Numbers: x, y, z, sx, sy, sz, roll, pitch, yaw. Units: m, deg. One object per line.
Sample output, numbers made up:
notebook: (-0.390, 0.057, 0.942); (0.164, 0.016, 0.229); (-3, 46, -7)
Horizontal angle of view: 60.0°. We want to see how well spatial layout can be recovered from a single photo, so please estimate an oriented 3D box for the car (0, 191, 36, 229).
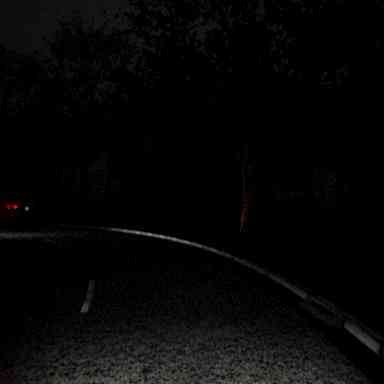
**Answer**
car: (-11.624, 0.994, 18.733); (5.566, 2.045, 2.150); (0, -2, 13)
